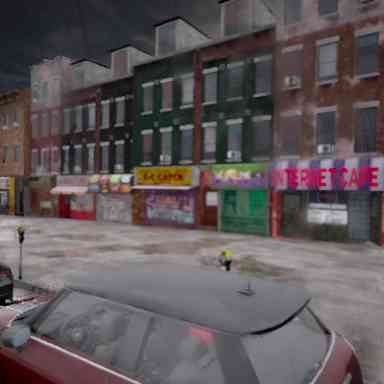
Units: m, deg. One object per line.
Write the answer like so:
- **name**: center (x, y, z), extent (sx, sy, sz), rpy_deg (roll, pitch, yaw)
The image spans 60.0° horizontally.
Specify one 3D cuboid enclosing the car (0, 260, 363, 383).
- **car**: center (-0.629, 1.440, 3.237), extent (4.097, 1.590, 1.967), rpy_deg (0, 1, 36)
